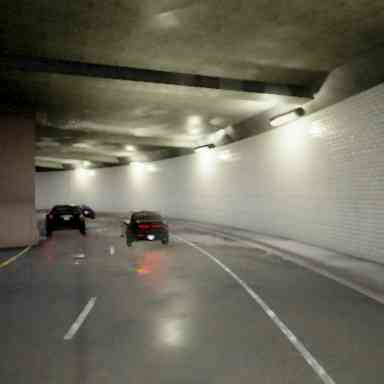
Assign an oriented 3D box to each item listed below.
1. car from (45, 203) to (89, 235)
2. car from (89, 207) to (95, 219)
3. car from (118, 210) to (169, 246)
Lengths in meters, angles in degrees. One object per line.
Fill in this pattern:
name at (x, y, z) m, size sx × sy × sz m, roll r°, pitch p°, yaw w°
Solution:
car at (-7.931, 1.531, 20.589) m, size 2.097 × 1.767 × 4.553 m, roll 0°, pitch 0°, yaw -25°
car at (-10.749, 1.833, 31.259) m, size 1.994 × 1.385 × 4.181 m, roll 0°, pitch -1°, yaw -39°
car at (-2.414, 1.642, 16.208) m, size 1.837 × 1.490 × 4.892 m, roll 1°, pitch -1°, yaw -17°
